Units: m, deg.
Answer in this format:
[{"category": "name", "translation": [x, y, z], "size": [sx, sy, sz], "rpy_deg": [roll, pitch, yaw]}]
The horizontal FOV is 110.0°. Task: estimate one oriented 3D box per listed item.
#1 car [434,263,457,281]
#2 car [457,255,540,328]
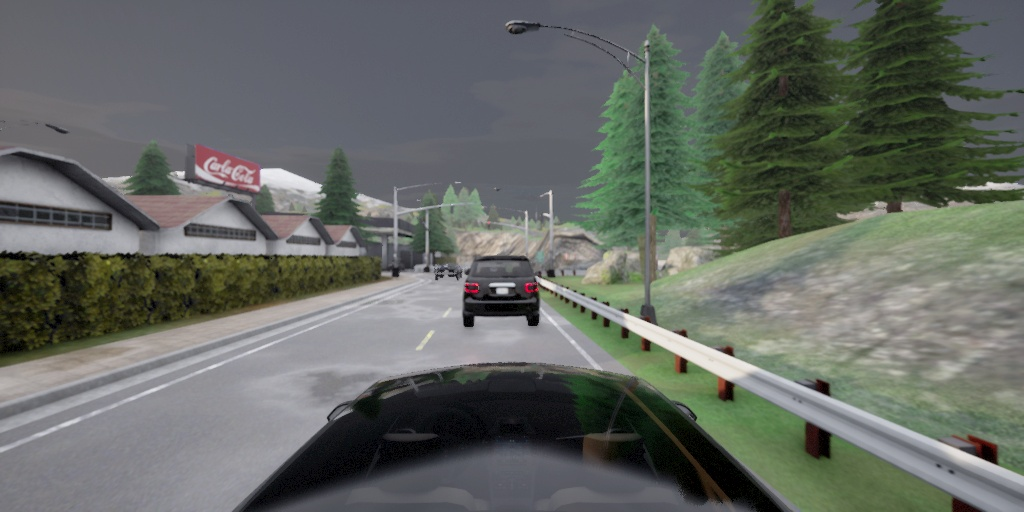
[{"category": "car", "translation": [-5.046, 1.200, 28.945], "size": [1.895, 1.301, 4.718], "rpy_deg": [0, 0, -3]}, {"category": "car", "translation": [-0.412, 1.020, 11.827], "size": [2.150, 2.045, 5.566], "rpy_deg": [0, -1, -4]}]
